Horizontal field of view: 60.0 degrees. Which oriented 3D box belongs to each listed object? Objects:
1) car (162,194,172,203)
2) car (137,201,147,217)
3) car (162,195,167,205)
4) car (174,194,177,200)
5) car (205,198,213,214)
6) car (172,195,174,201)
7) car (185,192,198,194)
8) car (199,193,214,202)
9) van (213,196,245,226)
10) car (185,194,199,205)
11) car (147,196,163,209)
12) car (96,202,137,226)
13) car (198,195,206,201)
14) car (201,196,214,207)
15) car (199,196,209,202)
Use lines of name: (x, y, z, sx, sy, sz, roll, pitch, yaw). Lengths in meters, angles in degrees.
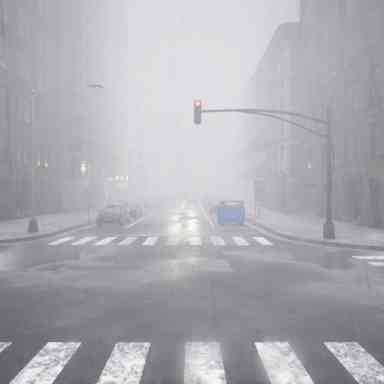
car: (-5.405, 1.548, 62.949, 1.947, 1.339, 4.313, 0, 0, 0)
car: (-5.396, 1.543, 28.858, 1.887, 1.381, 4.507, 0, 0, 0)
car: (-5.402, 1.556, 51.586, 1.947, 1.339, 4.313, 0, 0, 0)
car: (-5.410, 1.409, 79.995, 1.967, 1.590, 4.097, 0, 0, 0)
car: (2.628, 1.580, 34.549, 1.802, 1.307, 4.206, 0, 0, 0)
car: (-5.407, 1.293, 68.631, 2.192, 1.841, 5.009, 0, 0, 0)
car: (0.076, 1.331, 67.096, 2.097, 1.767, 4.553, 0, 0, -2)
car: (2.623, 1.305, 51.594, 2.192, 1.841, 5.009, 0, 0, 0)
van: (2.630, 1.340, 23.187, 1.690, 1.788, 3.998, 0, 0, 0)
car: (0.088, 1.512, 57.266, 1.812, 1.442, 4.674, 0, 0, 0)
car: (-5.401, 1.520, 45.734, 1.752, 1.417, 4.829, 0, 0, 0)
car: (-5.395, 1.549, 23.176, 2.008, 1.369, 4.403, 0, 0, 0)
car: (2.614, 1.531, 85.681, 1.947, 1.339, 4.313, 0, 0, 0)
car: (2.625, 1.576, 45.912, 1.802, 1.307, 4.206, 0, 0, 0)
car: (2.617, 1.524, 74.319, 2.008, 1.369, 4.403, 0, 0, 0)
